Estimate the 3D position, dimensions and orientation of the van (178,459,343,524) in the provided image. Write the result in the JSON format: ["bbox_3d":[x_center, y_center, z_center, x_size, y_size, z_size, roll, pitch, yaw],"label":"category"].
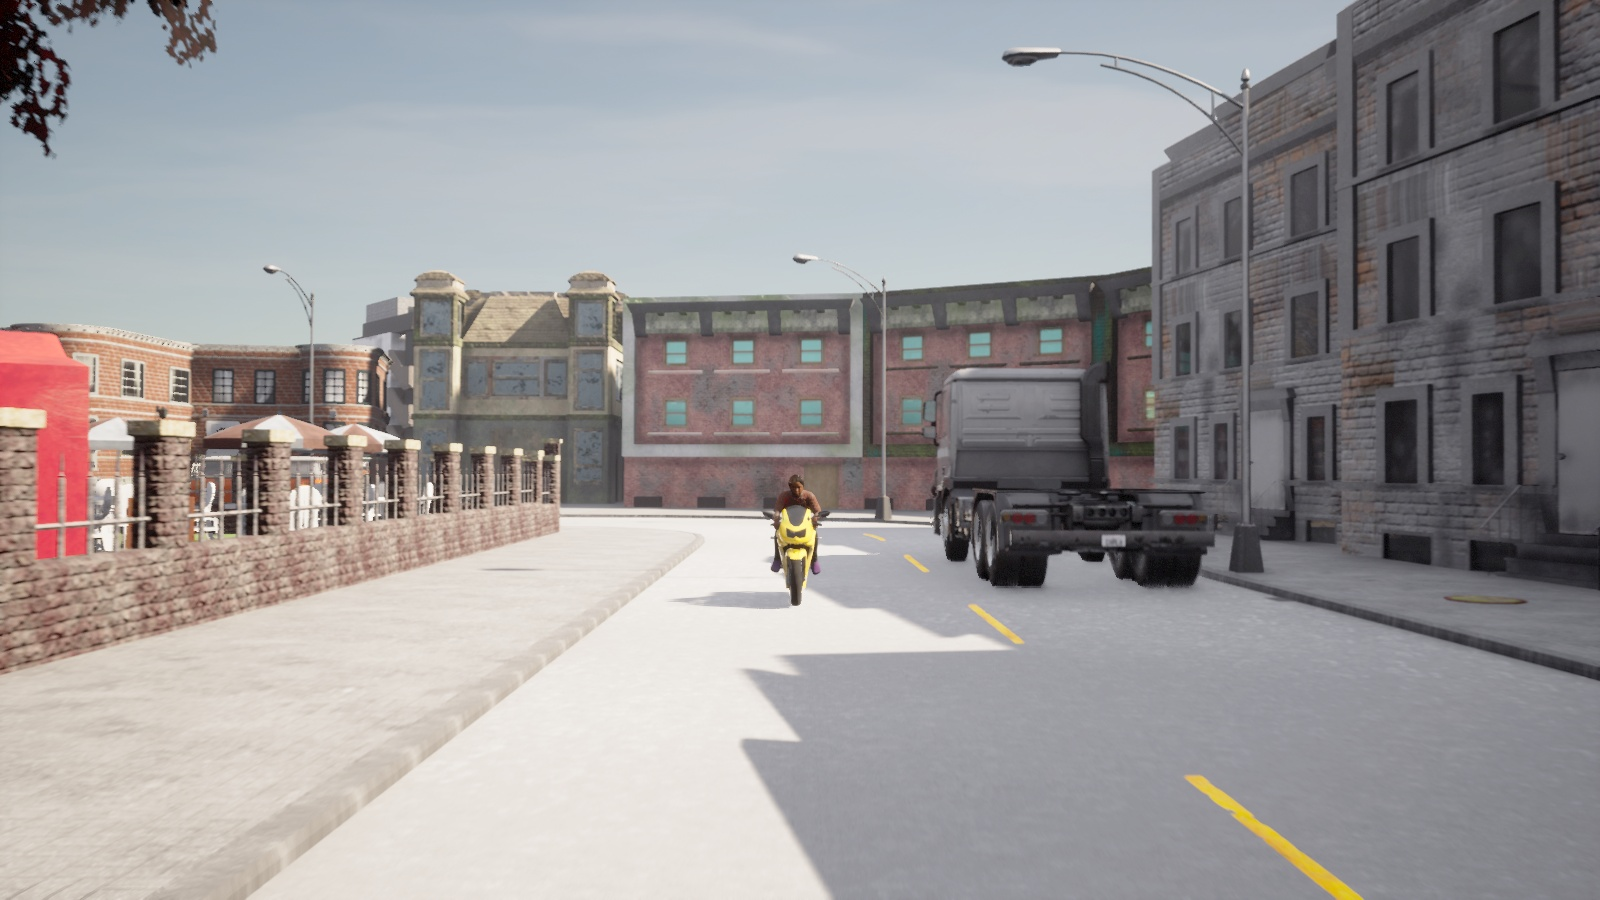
[{"bbox_3d":[-16.969,1.305,39.610,4.442,1.987,1.775,0,-1,0],"label":"van"}]

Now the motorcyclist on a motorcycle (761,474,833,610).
[{"bbox_3d":[-0.037,1.053,15.160,0.797,1.523,2.044,0,-1,0],"label":"motorcyclist on a motorcycle"}]

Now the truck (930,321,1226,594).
[{"bbox_3d":[3.947,0.154,19.955,2.891,3.462,7.936,0,-1,0],"label":"truck"}]
